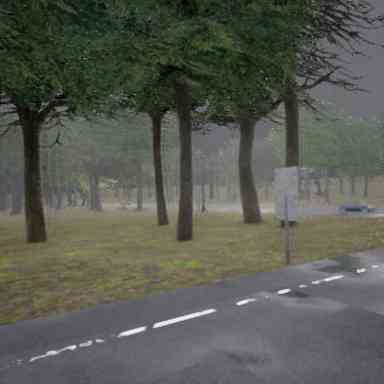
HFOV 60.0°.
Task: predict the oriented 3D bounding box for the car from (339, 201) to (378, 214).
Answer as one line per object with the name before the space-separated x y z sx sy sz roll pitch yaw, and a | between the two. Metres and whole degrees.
car | 22.329 1.953 44.685 2.097 1.767 4.553 -4 1 -36
